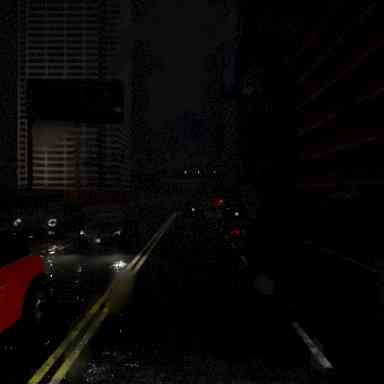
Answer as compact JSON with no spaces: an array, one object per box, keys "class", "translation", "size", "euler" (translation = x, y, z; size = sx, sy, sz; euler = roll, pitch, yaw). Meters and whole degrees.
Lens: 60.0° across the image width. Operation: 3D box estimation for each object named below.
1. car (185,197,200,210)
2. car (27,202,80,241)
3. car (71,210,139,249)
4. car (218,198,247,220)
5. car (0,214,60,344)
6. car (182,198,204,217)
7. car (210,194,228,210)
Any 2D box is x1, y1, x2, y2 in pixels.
[{"class":"car","translation":[0.078,1.521,44.571],"size":[1.837,1.490,4.892],"euler":[0,0,0]},{"class":"car","translation":[-7.012,1.357,16.761],"size":[2.097,1.767,4.553],"euler":[0,0,0]},{"class":"car","translation":[-3.498,1.531,14.696],"size":[1.812,1.442,4.674],"euler":[0,0,0]},{"class":"car","translation":[3.539,1.512,28.532],"size":[1.837,1.490,4.892],"euler":[0,-1,1]},{"class":"car","translation":[-3.573,1.353,3.962],"size":[2.097,1.767,4.553],"euler":[0,0,0]},{"class":"car","translation":[0.104,1.574,31.989],"size":[1.994,1.385,4.181],"euler":[0,0,0]},{"class":"car","translation":[3.577,1.238,43.788],"size":[2.150,2.045,5.566],"euler":[0,0,0]}]
